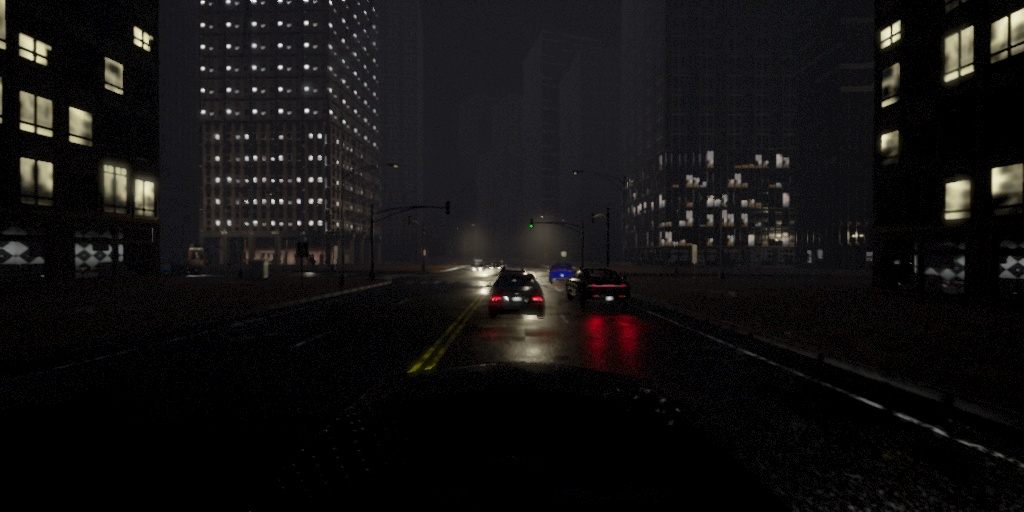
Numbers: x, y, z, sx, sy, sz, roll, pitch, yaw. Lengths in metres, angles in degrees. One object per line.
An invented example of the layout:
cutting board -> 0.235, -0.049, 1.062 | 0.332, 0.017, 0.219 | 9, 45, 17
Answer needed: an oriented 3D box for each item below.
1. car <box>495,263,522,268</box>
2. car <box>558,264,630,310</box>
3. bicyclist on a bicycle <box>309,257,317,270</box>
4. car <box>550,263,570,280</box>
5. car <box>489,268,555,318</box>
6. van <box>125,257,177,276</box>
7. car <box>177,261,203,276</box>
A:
car -> -0.038, 1.390, 26.838 | 1.895, 1.301, 4.718 | 0, 0, -4
car -> 3.426, 1.266, 14.971 | 2.128, 1.511, 4.902 | 0, 0, 0
bicyclist on a bicycle -> -24.455, 0.936, 43.972 | 0.582, 1.620, 1.656 | 0, 1, 2
car -> 4.016, 1.273, 28.413 | 1.882, 1.535, 5.008 | 0, 0, 9
car -> 0.165, 1.318, 13.019 | 2.033, 1.411, 5.357 | 0, 0, 0
van -> -33.752, 1.004, 32.936 | 3.998, 1.789, 1.690 | 0, 0, 2
car -> -33.229, 1.213, 35.512 | 4.181, 1.385, 1.994 | 0, 0, 2
